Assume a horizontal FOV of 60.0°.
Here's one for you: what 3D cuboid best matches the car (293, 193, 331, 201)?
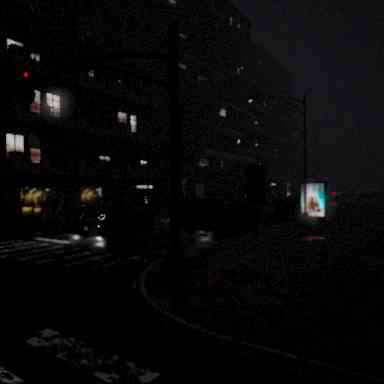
[{"bbox_3d":[10.895,1.066,30.292,1.947,1.339,4.313,1,1,35],"label":"car"}]

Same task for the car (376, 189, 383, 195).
[{"bbox_3d":[45.876,-0.119,80.286,2.008,1.369,4.403,1,1,35],"label":"car"}]

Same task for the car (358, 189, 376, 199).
[{"bbox_3d":[29.976,0.410,57.562,1.887,1.381,4.507,1,1,35],"label":"car"}]

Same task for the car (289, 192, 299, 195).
[{"bbox_3d":[16.711,0.710,53.220,1.887,1.381,4.507,1,1,35],"label":"car"}]

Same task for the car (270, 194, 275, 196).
[{"bbox_3d":[10.352,0.959,44.132,1.802,1.307,4.206,1,1,35],"label":"car"}]

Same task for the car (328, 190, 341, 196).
[{"bbox_3d":[32.608,0.177,75.940,1.887,1.381,4.507,1,1,35],"label":"car"}]

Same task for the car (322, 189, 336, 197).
[{"bbox_3d":[29.428,0.180,71.393,1.967,1.590,4.097,1,1,35],"label":"car"}]

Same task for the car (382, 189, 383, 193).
[{"bbox_3d":[39.517,0.090,71.197,1.887,1.381,4.507,1,1,35],"label":"car"}]

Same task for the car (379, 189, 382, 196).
[{"bbox_3d":[36.336,0.197,66.651,1.887,1.381,4.507,1,1,35],"label":"car"}]

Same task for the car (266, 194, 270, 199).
[{"bbox_3d":[7.172,1.033,39.588,2.008,1.369,4.403,1,1,35],"label":"car"}]

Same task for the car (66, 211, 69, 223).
[{"bbox_3d":[-5.546,1.215,21.407,2.192,1.841,5.009,1,1,35],"label":"car"}]

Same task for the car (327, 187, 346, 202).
[{"bbox_3d":[20.272,0.366,48.247,2.150,2.045,5.566,-1,1,35],"label":"car"}]

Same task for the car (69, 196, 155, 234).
[{"bbox_3d":[-4.177,1.250,18.821,2.097,1.767,4.553,-1,1,34],"label":"car"}]

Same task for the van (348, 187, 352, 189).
[{"bbox_3d":[38.966,-0.242,85.023,1.690,1.788,3.998,1,2,35],"label":"van"}]

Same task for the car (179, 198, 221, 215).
[{"bbox_3d":[0.814,1.274,30.501,1.802,1.307,4.206,1,1,35],"label":"car"}]

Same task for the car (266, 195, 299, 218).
[{"bbox_3d":[7.714,1.171,25.747,1.947,1.339,4.313,1,1,35],"label":"car"}]

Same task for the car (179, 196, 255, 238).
[{"bbox_3d":[1.353,1.128,16.652,2.192,1.841,5.009,1,1,35],"label":"car"}]

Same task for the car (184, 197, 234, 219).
[{"bbox_3d":[1.483,1.239,26.962,1.812,1.442,4.674,-1,1,35],"label":"car"}]

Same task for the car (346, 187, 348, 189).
[{"bbox_3d":[35.788,-0.035,80.482,1.967,1.590,4.097,1,2,35],"label":"car"}]

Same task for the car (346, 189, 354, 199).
[{"bbox_3d":[26.447,0.539,57.062,1.895,1.301,4.718,-1,1,35],"label":"car"}]

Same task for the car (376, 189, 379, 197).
[{"bbox_3d":[33.155,0.199,62.104,1.967,1.590,4.097,1,1,35],"label":"car"}]
